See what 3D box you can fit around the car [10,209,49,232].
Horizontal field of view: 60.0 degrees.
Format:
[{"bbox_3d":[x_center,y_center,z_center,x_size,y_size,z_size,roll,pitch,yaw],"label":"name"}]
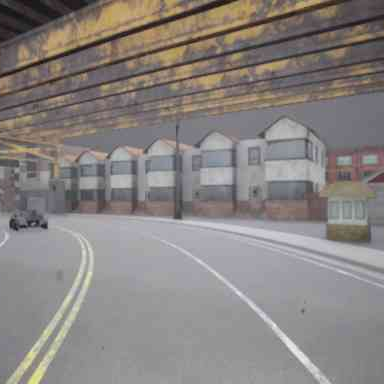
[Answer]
[{"bbox_3d":[-11.296,1.910,22.988,1.994,1.385,4.181,0,-2,-35],"label":"car"}]
